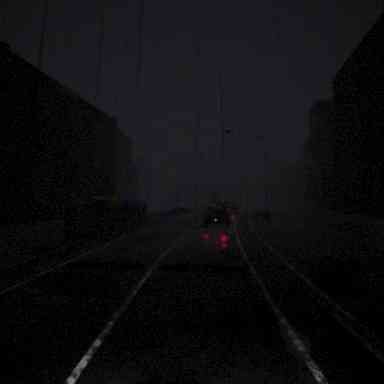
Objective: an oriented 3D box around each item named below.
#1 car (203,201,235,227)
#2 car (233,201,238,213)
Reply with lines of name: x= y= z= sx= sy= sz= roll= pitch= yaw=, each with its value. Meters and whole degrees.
car: x=1.947 y=1.728 z=25.156 sx=2.128 sy=1.511 sz=4.902 roll=0 pitch=0 yaw=8
car: x=4.851 y=1.926 z=42.677 sx=2.128 sy=1.511 sz=4.902 roll=0 pitch=-1 yaw=10
